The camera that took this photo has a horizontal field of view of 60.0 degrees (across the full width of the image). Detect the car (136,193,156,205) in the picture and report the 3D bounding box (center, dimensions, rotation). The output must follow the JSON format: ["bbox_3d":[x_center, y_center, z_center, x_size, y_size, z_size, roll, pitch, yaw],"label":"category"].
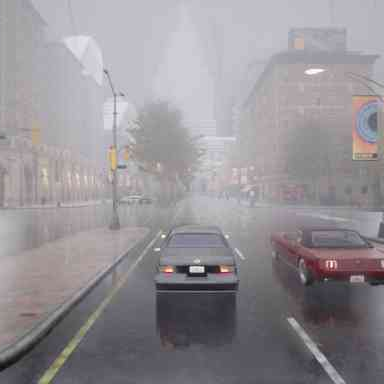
[{"bbox_3d":[-8.125,1.491,59.227,2.128,1.511,4.902,0,0,0],"label":"car"}]

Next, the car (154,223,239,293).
[{"bbox_3d":[0.091,1.547,8.958,2.033,1.411,5.357,0,0,0],"label":"car"}]

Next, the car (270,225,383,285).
[{"bbox_3d":[3.590,1.601,9.442,1.895,1.301,4.718,0,0,0],"label":"car"}]

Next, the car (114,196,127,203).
[{"bbox_3d":[-14.829,1.595,69.203,1.895,1.301,4.718,0,0,0],"label":"car"}]

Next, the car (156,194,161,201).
[{"bbox_3d":[-8.079,1.526,68.995,1.812,1.442,4.674,0,0,0],"label":"car"}]

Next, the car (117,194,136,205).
[{"bbox_3d":[-11.624,1.526,58.937,1.812,1.442,4.674,0,0,0],"label":"car"}]

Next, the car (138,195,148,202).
[{"bbox_3d":[-11.591,1.524,79.217,1.812,1.442,4.674,0,0,0],"label":"car"}]
